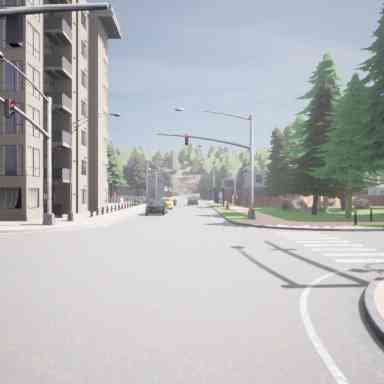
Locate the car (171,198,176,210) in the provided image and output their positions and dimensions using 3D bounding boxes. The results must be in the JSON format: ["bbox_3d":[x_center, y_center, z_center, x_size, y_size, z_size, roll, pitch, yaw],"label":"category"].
[{"bbox_3d":[-3.483,1.478,43.441,1.882,1.535,5.008,0,0,0],"label":"car"}]

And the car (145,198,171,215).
[{"bbox_3d":[-3.517,1.478,33.480,1.882,1.535,5.008,0,0,0],"label":"car"}]

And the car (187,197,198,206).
[{"bbox_3d":[0.140,1.547,55.665,2.033,1.411,5.357,0,0,0],"label":"car"}]
